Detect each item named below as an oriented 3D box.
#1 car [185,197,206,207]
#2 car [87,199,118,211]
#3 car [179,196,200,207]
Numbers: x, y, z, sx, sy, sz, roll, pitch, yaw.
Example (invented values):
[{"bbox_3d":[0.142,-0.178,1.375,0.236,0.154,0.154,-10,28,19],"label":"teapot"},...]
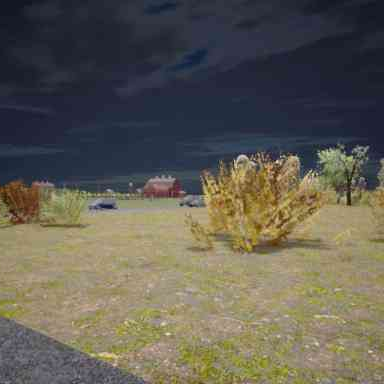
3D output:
[{"bbox_3d":[1.316,2.119,61.541,1.994,1.385,4.181,-1,-1,36],"label":"car"},{"bbox_3d":[-12.992,1.756,47.966,2.097,1.767,4.553,-1,-1,36],"label":"car"},{"bbox_3d":[-0.228,1.847,65.450,2.150,2.045,5.566,-1,-1,36],"label":"car"}]
